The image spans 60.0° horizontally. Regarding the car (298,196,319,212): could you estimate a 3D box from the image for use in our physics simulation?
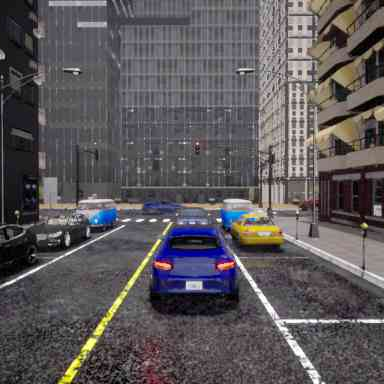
[{"bbox_3d":[15.208,1.337,39.348,5.009,1.841,2.192,0,1,0],"label":"car"}]

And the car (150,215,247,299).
[{"bbox_3d":[0.060,1.524,8.308,1.812,1.442,4.674,0,0,1],"label":"car"}]

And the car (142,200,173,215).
[{"bbox_3d":[-2.741,1.535,33.649,4.674,1.442,1.812,0,1,0],"label":"car"}]

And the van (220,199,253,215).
[{"bbox_3d":[2.662,1.337,20.008,1.690,1.788,3.998,-1,0,0],"label":"van"}]

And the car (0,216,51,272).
[{"bbox_3d":[-5.707,1.564,8.826,1.947,1.339,4.313,-1,0,0],"label":"car"}]

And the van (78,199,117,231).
[{"bbox_3d":[-5.718,1.337,20.030,1.690,1.788,3.998,-1,0,0],"label":"van"}]

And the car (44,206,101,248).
[{"bbox_3d":[-5.711,1.547,14.429,2.008,1.369,4.403,-1,0,0],"label":"car"}]

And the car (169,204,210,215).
[{"bbox_3d":[0.046,1.543,18.551,2.033,1.411,5.357,0,0,1],"label":"car"}]

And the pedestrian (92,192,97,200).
[{"bbox_3d":[-12.425,0.885,42.427,0.375,1.860,0.375,0,1,0],"label":"pedestrian"}]

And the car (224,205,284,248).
[{"bbox_3d":[2.669,1.522,14.576,1.752,1.417,4.829,-1,0,0],"label":"car"}]
